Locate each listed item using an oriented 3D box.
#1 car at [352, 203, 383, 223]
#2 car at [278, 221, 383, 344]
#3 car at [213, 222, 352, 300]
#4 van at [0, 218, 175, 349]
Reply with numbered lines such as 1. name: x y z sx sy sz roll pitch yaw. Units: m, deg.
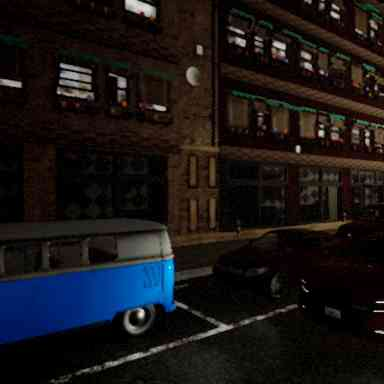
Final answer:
1. car: 7.094 1.319 11.619 5.009 1.841 2.192 0 0 -35
2. car: 4.071 1.479 6.243 5.008 1.535 1.882 0 0 -35
3. car: 2.456 1.583 8.311 4.206 1.307 1.802 0 0 -35
4. van: -2.183 1.342 5.004 3.998 1.788 1.690 0 0 -35
